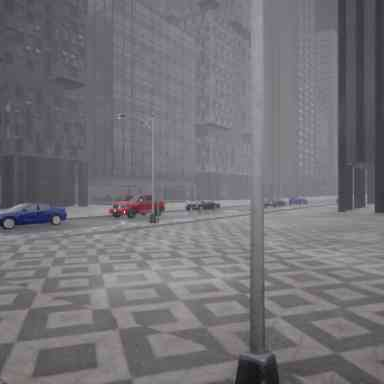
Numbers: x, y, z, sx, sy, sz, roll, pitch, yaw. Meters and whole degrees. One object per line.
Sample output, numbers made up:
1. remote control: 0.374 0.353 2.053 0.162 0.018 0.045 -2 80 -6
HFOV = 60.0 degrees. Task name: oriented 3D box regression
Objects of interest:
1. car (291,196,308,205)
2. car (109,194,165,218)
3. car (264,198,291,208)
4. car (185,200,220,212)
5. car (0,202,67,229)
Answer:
1. car: 17.656 1.401 55.065 1.882 1.535 5.008 0 0 36
2. car: -4.761 1.189 29.814 2.150 2.045 5.566 0 0 36
3. car: 11.622 1.484 46.804 2.033 1.411 5.357 0 0 36
4. car: 1.230 1.555 38.002 1.895 1.301 4.718 0 0 36
5. car: -10.694 1.459 21.696 1.882 1.535 5.008 0 0 36
